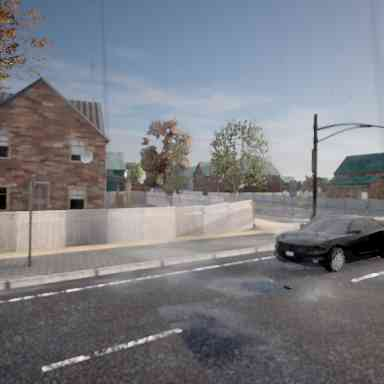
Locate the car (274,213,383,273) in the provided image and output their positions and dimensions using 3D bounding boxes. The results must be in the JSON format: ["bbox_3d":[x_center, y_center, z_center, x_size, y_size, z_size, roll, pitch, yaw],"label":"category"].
[{"bbox_3d":[4.842,1.490,10.922,5.008,1.535,1.882,0,0,-35],"label":"car"}]

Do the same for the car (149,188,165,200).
[{"bbox_3d":[-6.342,0.326,61.758,2.150,2.045,5.566,1,1,-21],"label":"car"}]
